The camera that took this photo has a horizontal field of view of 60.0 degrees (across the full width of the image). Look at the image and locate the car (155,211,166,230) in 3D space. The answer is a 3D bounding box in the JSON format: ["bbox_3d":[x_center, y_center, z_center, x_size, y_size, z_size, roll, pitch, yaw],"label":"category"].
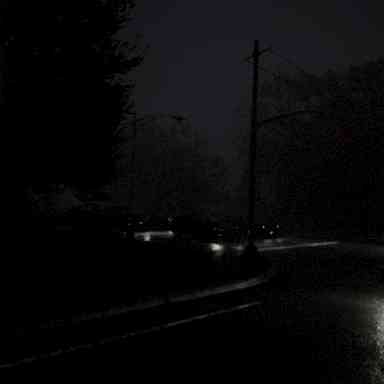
[{"bbox_3d":[-2.431,2.471,29.883,2.097,1.767,4.553,3,-5,-40],"label":"car"}]

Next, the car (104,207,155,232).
[{"bbox_3d":[-5.814,2.271,28.489,2.150,2.045,5.566,3,-5,-40],"label":"car"}]

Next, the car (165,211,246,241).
[{"bbox_3d":[0.662,2.063,20.421,1.882,1.535,5.008,3,-4,-38],"label":"car"}]

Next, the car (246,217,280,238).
[{"bbox_3d":[3.537,2.312,22.423,1.895,1.301,4.718,3,-4,-40],"label":"car"}]
